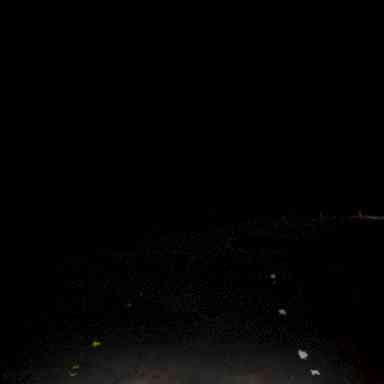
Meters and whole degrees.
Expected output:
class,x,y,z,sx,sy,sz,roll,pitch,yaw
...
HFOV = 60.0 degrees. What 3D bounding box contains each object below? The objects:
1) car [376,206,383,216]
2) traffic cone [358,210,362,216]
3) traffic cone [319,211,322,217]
class,x,y,z,sx,sy,sz,roll,pitch,yaw
car,20.635,1.642,32.729,5.008,1.535,1.882,0,-1,-15
traffic cone,17.191,2.110,34.091,0.340,0.580,0.340,0,0,-21
traffic cone,12.296,2.091,31.731,0.340,0.580,0.340,0,0,-30
